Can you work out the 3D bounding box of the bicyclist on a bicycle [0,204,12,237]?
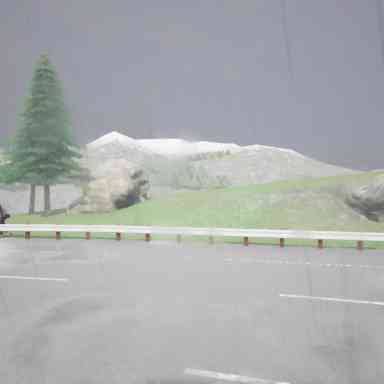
[{"bbox_3d":[-9.211,1.437,16.086,0.582,1.620,1.656,0,-5,5],"label":"bicyclist on a bicycle"}]
